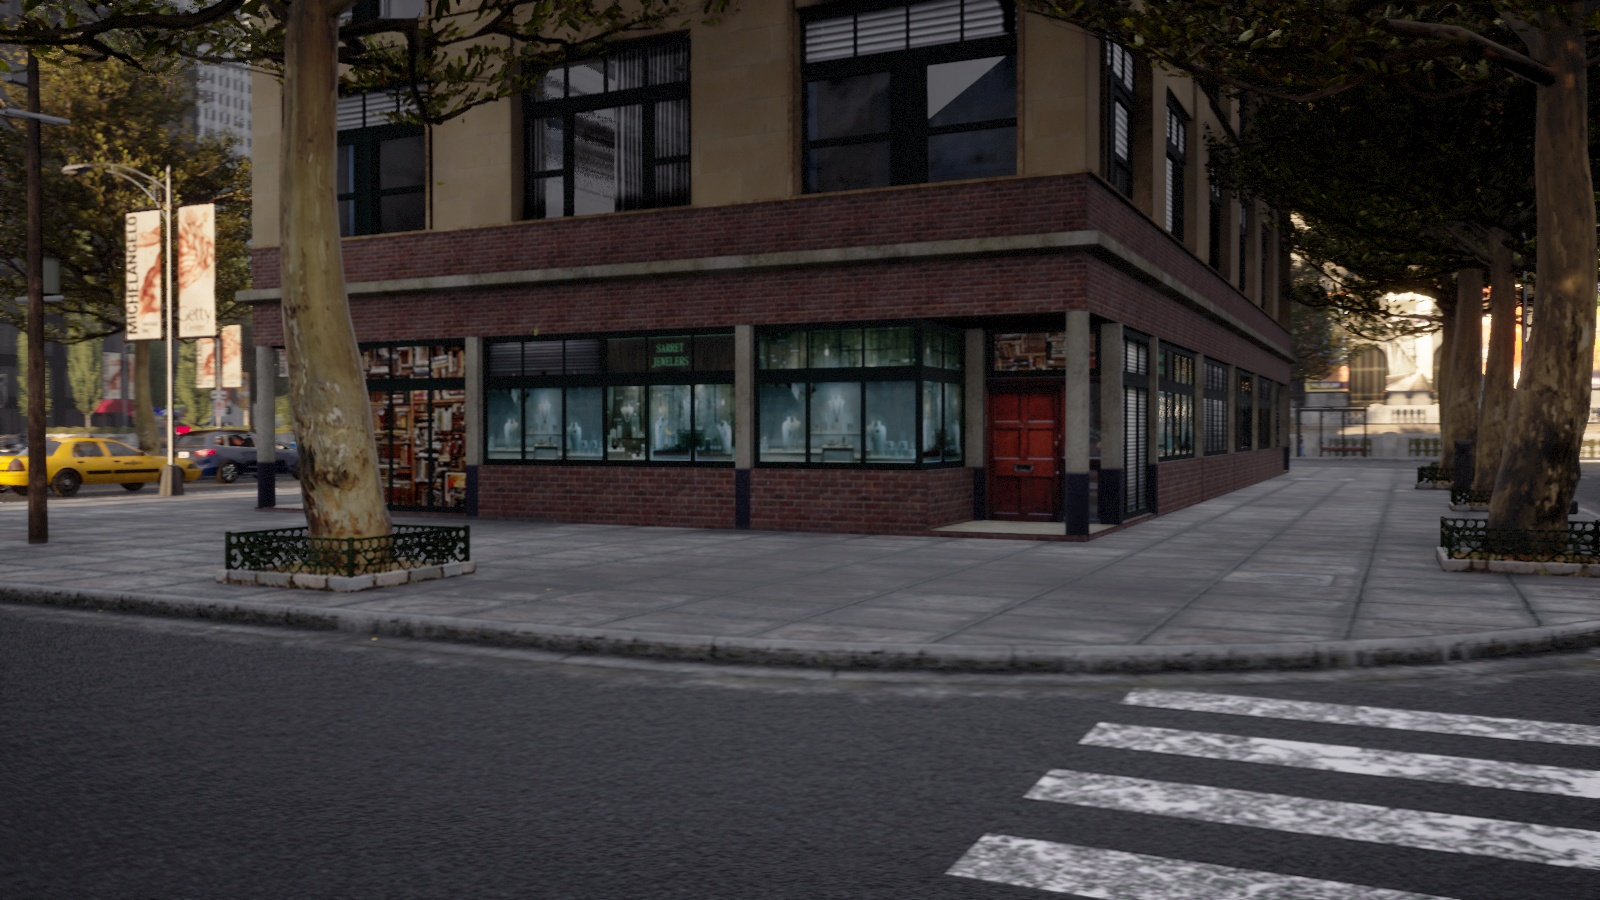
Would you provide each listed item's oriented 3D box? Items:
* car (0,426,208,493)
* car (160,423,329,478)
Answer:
[{"bbox_3d":[-18.135,0.191,32.206,1.801,1.575,5.366,1,1,27],"label":"car"},{"bbox_3d":[-17.854,-0.023,40.613,2.242,1.667,4.611,1,1,27],"label":"car"}]
